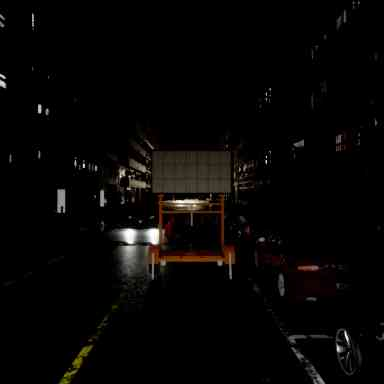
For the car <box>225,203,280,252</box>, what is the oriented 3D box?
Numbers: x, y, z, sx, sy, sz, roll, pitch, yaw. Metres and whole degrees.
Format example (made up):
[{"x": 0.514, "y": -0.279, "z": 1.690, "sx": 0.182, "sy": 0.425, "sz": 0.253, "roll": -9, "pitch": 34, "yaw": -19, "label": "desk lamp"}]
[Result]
[{"x": 2.678, "y": 1.439, "z": 13.788, "sx": 1.967, "sy": 1.590, "sz": 4.097, "roll": 0, "pitch": 0, "yaw": 0, "label": "car"}]

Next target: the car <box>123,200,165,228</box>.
[{"x": -3.123, "y": 1.523, "z": 22.447, "sx": 1.812, "sy": 1.442, "sz": 4.674, "roll": 0, "pitch": 0, "yaw": 0, "label": "car"}]

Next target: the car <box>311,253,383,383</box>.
[{"x": 2.690, "y": 1.566, "z": 2.514, "sx": 1.947, "sy": 1.339, "sz": 4.313, "roll": 0, "pitch": 0, "yaw": 0, "label": "car"}]

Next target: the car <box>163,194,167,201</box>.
[{"x": -5.745, "y": 1.302, "z": 53.237, "sx": 2.192, "sy": 1.841, "sz": 5.009, "roll": 0, "pitch": 0, "yaw": 0, "label": "car"}]

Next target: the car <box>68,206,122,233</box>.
[{"x": -5.709, "y": 1.564, "z": 19.417, "sx": 1.947, "sy": 1.339, "sz": 4.313, "roll": 0, "pitch": 0, "yaw": 0, "label": "car"}]

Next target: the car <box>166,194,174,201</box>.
[{"x": -5.783, "y": 1.409, "z": 87.054, "sx": 1.967, "sy": 1.590, "sz": 4.097, "roll": 0, "pitch": 0, "yaw": 0, "label": "car"}]

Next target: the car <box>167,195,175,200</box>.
[{"x": -5.789, "y": 1.510, "z": 92.692, "sx": 1.887, "sy": 1.381, "sz": 4.507, "roll": 0, "pitch": 0, "yaw": 0, "label": "car"}]

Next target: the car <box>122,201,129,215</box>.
[{"x": -5.721, "y": 1.521, "z": 30.520, "sx": 1.752, "sy": 1.417, "sz": 4.829, "roll": 0, "pitch": 0, "yaw": 0, "label": "car"}]

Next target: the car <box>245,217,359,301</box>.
[{"x": 2.684, "y": 1.545, "z": 8.151, "sx": 1.887, "sy": 1.381, "sz": 4.507, "roll": 0, "pitch": 0, "yaw": 0, "label": "car"}]

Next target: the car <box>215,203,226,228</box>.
[{"x": 2.672, "y": 1.549, "z": 19.423, "sx": 2.008, "sy": 1.369, "sz": 4.403, "roll": 0, "pitch": 0, "yaw": 0, "label": "car"}]

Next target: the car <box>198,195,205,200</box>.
[{"x": 2.591, "y": 1.510, "z": 92.696, "sx": 1.887, "sy": 1.381, "sz": 4.507, "roll": 0, "pitch": 0, "yaw": 0, "label": "car"}]

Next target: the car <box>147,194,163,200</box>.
[{"x": -5.740, "y": 1.429, "z": 47.601, "sx": 1.967, "sy": 1.590, "sz": 4.097, "roll": 0, "pitch": 0, "yaw": 0, "label": "car"}]

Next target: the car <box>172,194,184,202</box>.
[{"x": -3.084, "y": 1.325, "z": 78.817, "sx": 2.097, "sy": 1.767, "sz": 4.553, "roll": 0, "pitch": 0, "yaw": 0, "label": "car"}]

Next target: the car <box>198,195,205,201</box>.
[{"x": 2.603, "y": 1.497, "z": 81.594, "sx": 1.752, "sy": 1.417, "sz": 4.829, "roll": 0, "pitch": 0, "yaw": 0, "label": "car"}]

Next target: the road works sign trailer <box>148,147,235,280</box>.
[{"x": -0.009, "y": 0.464, "z": 9.917, "sx": 2.380, "sy": 3.560, "sz": 2.880, "roll": 0, "pitch": 0, "yaw": 0, "label": "road works sign trailer"}]

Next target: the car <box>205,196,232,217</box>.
[{"x": 2.661, "y": 1.310, "z": 30.696, "sx": 2.192, "sy": 1.841, "sz": 5.009, "roll": 0, "pitch": 0, "yaw": 0, "label": "car"}]

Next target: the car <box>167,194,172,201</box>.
[{"x": -5.776, "y": 1.287, "z": 81.419, "sx": 2.192, "sy": 1.841, "sz": 5.009, "roll": 0, "pitch": 0, "yaw": 0, "label": "car"}]
